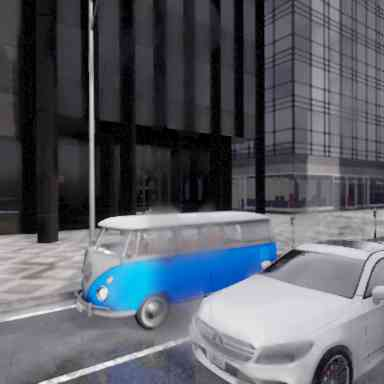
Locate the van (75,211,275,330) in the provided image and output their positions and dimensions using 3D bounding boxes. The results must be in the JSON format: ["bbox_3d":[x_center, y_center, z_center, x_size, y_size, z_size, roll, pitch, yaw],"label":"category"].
[{"bbox_3d":[-0.101,1.317,6.569,3.998,1.788,1.690,0,0,-35],"label":"van"}]

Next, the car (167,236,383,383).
[{"bbox_3d":[2.150,1.496,4.904,4.674,1.442,1.812,0,0,-35],"label":"car"}]
